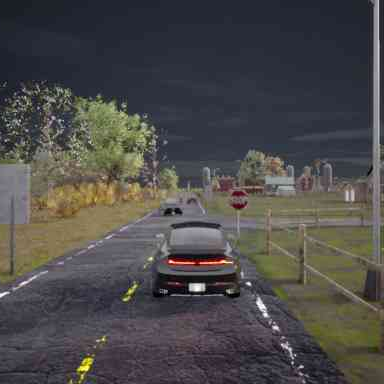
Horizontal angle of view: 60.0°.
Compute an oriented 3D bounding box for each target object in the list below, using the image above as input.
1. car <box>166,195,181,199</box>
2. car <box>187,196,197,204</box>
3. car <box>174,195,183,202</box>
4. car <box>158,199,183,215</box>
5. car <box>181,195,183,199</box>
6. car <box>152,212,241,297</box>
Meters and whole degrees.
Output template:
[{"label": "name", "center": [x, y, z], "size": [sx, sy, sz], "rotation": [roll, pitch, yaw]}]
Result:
[{"label": "car", "center": [-2.881, 1.450, 45.524], "size": [1.882, 1.535, 5.008], "rotation": [0, 0, 0]}, {"label": "car", "center": [0.045, 1.446, 62.160], "size": [1.837, 1.490, 4.892], "rotation": [0, 0, 0]}, {"label": "car", "center": [-2.816, 1.400, 71.407], "size": [1.837, 1.490, 4.892], "rotation": [0, 0, 0]}, {"label": "car", "center": [-2.111, 1.590, 31.842], "size": [1.895, 1.301, 4.718], "rotation": [0, 0, -12]}, {"label": "car", "center": [-2.853, 1.441, 58.624], "size": [2.128, 1.511, 4.902], "rotation": [0, 0, 0]}, {"label": "car", "center": [0.091, 1.504, 8.533], "size": [1.837, 1.490, 4.892], "rotation": [0, 0, 0]}]
